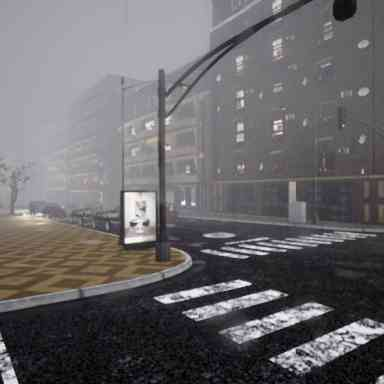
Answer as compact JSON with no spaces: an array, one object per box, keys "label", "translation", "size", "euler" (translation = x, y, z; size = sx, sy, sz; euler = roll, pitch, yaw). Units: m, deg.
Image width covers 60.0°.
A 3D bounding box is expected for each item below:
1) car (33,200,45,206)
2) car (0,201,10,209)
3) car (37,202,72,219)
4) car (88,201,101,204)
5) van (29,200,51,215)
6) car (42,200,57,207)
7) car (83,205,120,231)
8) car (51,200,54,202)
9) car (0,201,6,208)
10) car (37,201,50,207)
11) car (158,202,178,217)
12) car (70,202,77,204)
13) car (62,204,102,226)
[{"label":"car","translation":[-37.913,2.788,82.203],"size":[1.887,1.381,4.507],"euler":[-2,0,-36]},{"label":"car","translation":[-38.170,2.698,68.267],"size":[2.008,1.369,4.403],"euler":[-2,0,-36]},{"label":"car","translation":[-14.964,2.110,36.064],"size":[1.887,1.381,4.507],"euler":[-2,0,-36]},{"label":"car","translation":[-15.054,2.109,50.627],"size":[1.967,1.590,4.097],"euler":[-2,0,-36]},{"label":"van","translation":[-19.884,2.030,42.950],"size":[1.690,1.788,3.998],"euler":[-2,0,-36]},{"label":"car","translation":[-31.385,2.518,73.181],"size":[1.967,1.590,4.097],"euler":[-2,0,-36]},{"label":"car","translation":[-5.619,1.883,23.077],"size":[2.008,1.369,4.403],"euler":[-2,0,-36]},{"label":"car","translation":[-25.430,2.462,60.555],"size":[1.994,1.385,4.181],"euler":[-1,-1,-36]},{"label":"car","translation":[-44.702,2.857,77.290],"size":[1.887,1.381,4.507],"euler":[-2,0,-36]},{"label":"car","translation":[-34.647,2.726,77.692],"size":[1.947,1.339,4.313],"euler":[-2,0,-36]},{"label":"car","translation":[-3.202,1.815,34.466],"size":[1.967,1.590,4.097],"euler":[-2,0,-36]},{"label":"car","translation":[-21.585,2.415,59.647],"size":[1.802,1.307,4.206],"euler":[-2,0,-36]},{"label":"car","translation":[-8.885,1.964,27.589],"size":[2.008,1.369,4.403],"euler":[-2,0,-36]}]
